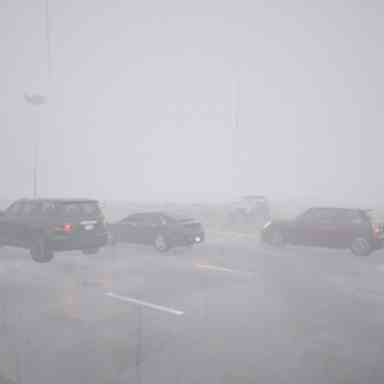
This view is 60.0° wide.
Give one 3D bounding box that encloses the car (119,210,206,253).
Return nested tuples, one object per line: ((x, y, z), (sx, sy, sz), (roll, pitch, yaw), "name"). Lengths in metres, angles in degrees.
((-1.739, 1.509, 13.832), (4.892, 1.490, 1.837), (0, 0, 36), "car")

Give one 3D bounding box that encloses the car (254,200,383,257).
((5.114, 1.354, 13.245), (4.553, 1.767, 2.097), (0, 0, 35), "car")

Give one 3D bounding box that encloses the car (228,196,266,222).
((4.333, 1.219, 24.637), (1.905, 1.878, 3.866), (0, 0, 35), "car")

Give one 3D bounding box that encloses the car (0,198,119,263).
((-5.475, 1.226, 12.200), (5.566, 2.045, 2.150), (0, 0, 36), "car")
